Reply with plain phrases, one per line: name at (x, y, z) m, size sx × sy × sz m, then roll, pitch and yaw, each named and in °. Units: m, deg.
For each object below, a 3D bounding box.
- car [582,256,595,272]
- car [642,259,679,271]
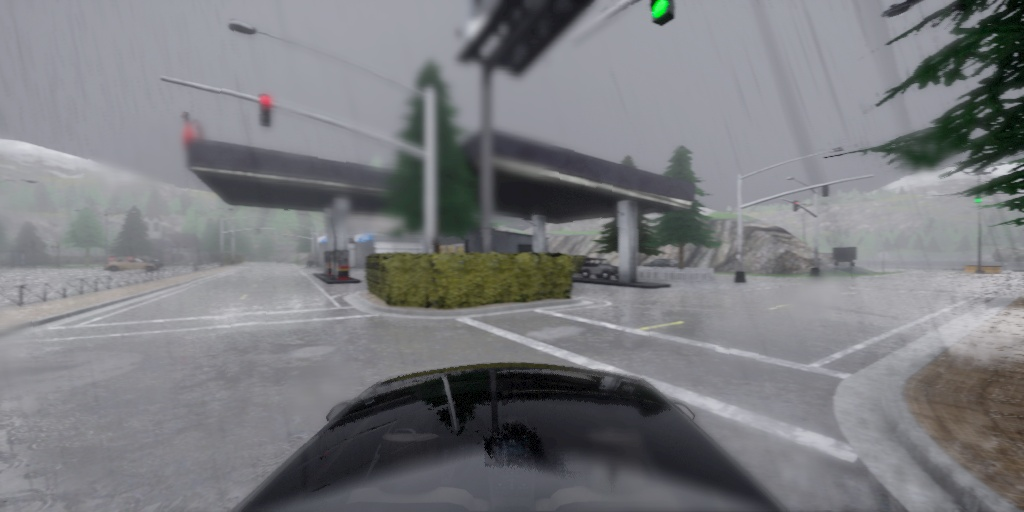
car at (9.659, 0.949, 55.170) m, size 2.150 × 2.045 × 5.566 m, roll 0°, pitch 0°, yaw -32°
car at (17.566, 1.085, 42.504) m, size 2.097 × 1.767 × 4.553 m, roll 0°, pitch 0°, yaw -32°
